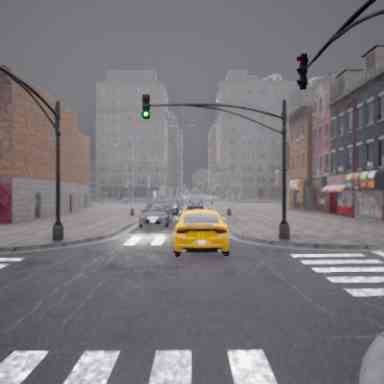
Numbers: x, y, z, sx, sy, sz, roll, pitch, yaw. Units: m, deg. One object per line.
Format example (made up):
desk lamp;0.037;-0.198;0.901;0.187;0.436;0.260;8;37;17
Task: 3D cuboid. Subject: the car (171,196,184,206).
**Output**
car;-2.219;1.370;52.070;1.837;1.490;4.892;0;0;0

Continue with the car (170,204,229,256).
car;0.346;1.437;13.063;1.882;1.535;5.008;0;0;1

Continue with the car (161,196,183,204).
car;-2.288;1.270;31.808;2.097;1.767;4.553;0;0;0

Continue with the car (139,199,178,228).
car;-2.289;1.434;21.873;2.128;1.511;4.902;0;0;0

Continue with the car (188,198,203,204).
car;0.395;1.445;39.703;2.033;1.411;5.357;0;0;0
